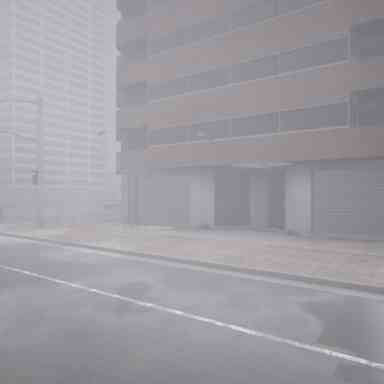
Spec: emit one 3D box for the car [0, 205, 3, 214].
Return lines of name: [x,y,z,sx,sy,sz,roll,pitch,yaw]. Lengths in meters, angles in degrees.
car: [-18.753,1.477,28.053,1.882,1.535,5.008,0,0,31]

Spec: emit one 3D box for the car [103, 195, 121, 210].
car: [-9.046,1.477,42.348,1.882,1.535,5.008,0,0,35]
